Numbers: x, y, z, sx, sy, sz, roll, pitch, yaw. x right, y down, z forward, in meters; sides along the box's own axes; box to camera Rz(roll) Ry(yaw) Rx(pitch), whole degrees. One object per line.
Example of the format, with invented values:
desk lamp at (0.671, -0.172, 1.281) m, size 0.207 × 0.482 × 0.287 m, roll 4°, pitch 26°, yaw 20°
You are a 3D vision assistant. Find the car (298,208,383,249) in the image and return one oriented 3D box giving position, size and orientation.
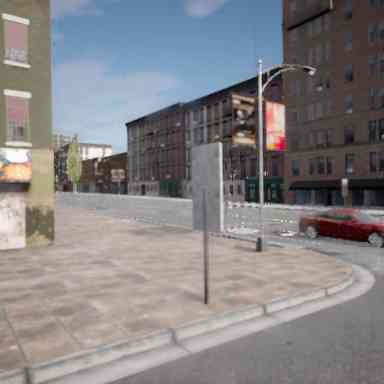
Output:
car at (7.406, 1.558, 15.594) m, size 1.882 × 1.535 × 5.008 m, roll -1°, pitch 2°, yaw -36°
